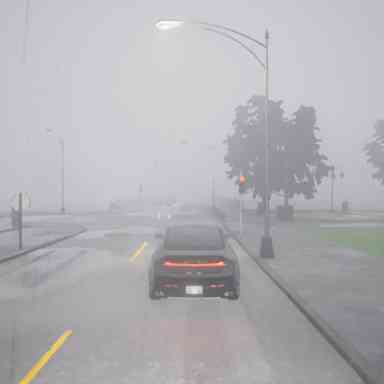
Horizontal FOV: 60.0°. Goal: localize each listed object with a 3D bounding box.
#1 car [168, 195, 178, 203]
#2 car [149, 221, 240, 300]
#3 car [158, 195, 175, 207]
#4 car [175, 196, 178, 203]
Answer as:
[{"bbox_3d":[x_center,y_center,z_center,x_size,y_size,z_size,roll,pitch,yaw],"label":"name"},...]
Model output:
[{"bbox_3d":[-4.020,1.493,70.413,1.837,1.490,4.892,0,0,0],"label":"car"},{"bbox_3d":[0.058,1.504,8.372,1.837,1.490,4.892,0,0,0],"label":"car"},{"bbox_3d":[-4.109,1.499,50.805,1.837,1.490,4.892,0,0,0],"label":"car"},{"bbox_3d":[-4.087,1.594,60.199,1.895,1.301,4.718,0,0,0],"label":"car"}]
